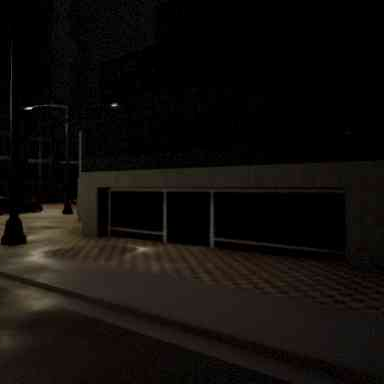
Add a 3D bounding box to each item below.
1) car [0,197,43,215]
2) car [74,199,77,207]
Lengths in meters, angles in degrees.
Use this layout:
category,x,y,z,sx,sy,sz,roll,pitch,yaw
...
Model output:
category,x,y,z,sx,sy,sz,roll,pitch,yaw
car,-16.910,1.243,32.170,2.097,1.767,4.553,1,0,36
car,-12.772,1.100,43.852,2.150,2.045,5.566,1,0,36
